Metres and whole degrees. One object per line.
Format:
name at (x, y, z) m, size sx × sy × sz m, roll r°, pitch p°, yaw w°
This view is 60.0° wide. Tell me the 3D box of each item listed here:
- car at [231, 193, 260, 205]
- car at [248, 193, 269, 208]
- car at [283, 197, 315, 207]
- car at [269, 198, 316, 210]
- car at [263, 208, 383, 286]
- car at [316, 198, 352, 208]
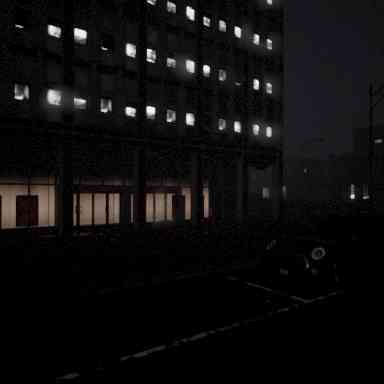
car at (9.232, 1.163, 57.629) m, size 2.192 × 1.841 × 5.009 m, roll 1°, pitch 0°, yaw -35°
car at (8.631, 1.164, 43.756) m, size 2.192 × 1.841 × 5.009 m, roll 1°, pitch 0°, yaw -35°
car at (15.524, 1.476, 48.518) m, size 1.802 × 1.307 × 4.206 m, roll 1°, pitch 0°, yaw -35°
car at (11.777, 1.423, 39.201) m, size 2.008 × 1.369 × 4.403 m, roll 1°, pitch 0°, yaw -35°
car at (3.887, 1.440, 9.330) m, size 4.097 × 1.590 × 1.967 m, roll 0°, pitch 0°, yaw -36°
car at (18.576, 1.442, 44.103) m, size 1.752 × 1.417 × 4.829 m, roll 1°, pitch 0°, yaw -35°
